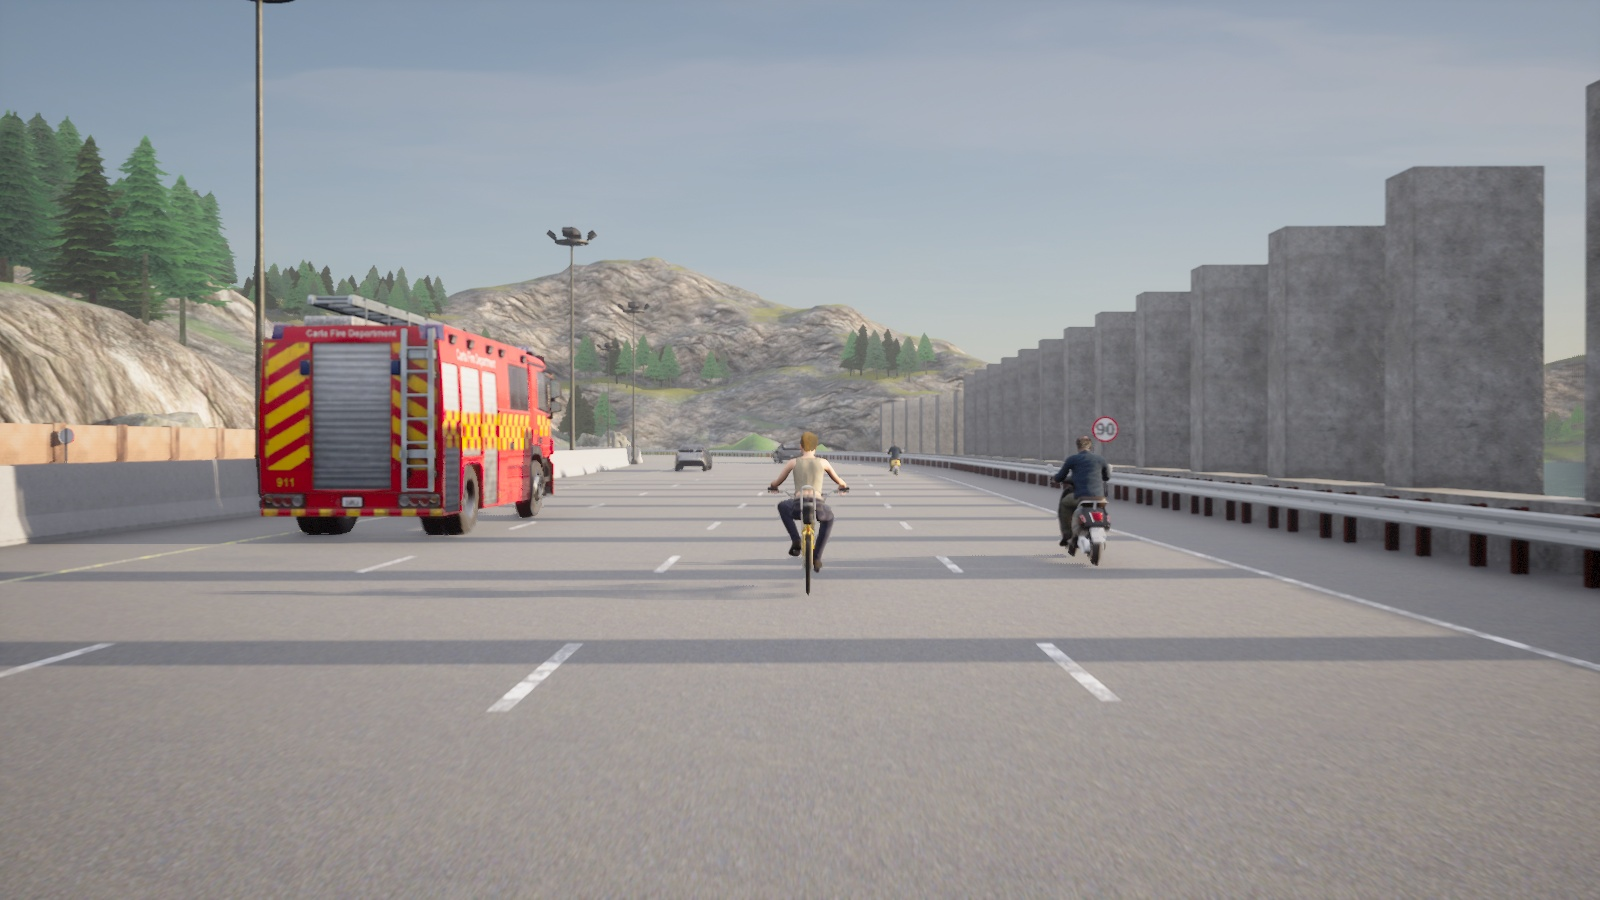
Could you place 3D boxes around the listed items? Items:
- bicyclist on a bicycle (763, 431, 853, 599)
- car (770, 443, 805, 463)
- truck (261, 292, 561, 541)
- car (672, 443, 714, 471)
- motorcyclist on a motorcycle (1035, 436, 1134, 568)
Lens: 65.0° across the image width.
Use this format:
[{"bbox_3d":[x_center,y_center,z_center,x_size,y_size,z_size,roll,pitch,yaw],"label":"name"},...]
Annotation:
[{"bbox_3d":[0.084,0.623,12.848,0.866,1.612,1.509,0,0,1],"label":"bicyclist on a bicycle"},{"bbox_3d":[-0.999,0.241,97.837,2.128,1.511,4.902,0,0,-8],"label":"car"},{"bbox_3d":[-6.803,-0.534,23.579,2.891,3.827,8.468,0,0,1],"label":"truck"},{"bbox_3d":[-5.974,0.357,70.559,2.007,1.525,4.514,0,0,0],"label":"car"},{"bbox_3d":[3.607,0.627,16.065,0.866,1.590,1.817,0,0,0],"label":"motorcyclist on a motorcycle"}]
